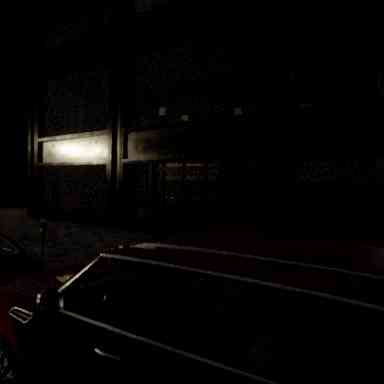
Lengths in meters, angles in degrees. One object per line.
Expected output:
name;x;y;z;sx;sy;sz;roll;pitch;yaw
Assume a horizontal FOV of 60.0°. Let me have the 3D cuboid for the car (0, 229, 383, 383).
car;0.082;1.270;2.908;5.009;1.841;2.192;2;1;36
